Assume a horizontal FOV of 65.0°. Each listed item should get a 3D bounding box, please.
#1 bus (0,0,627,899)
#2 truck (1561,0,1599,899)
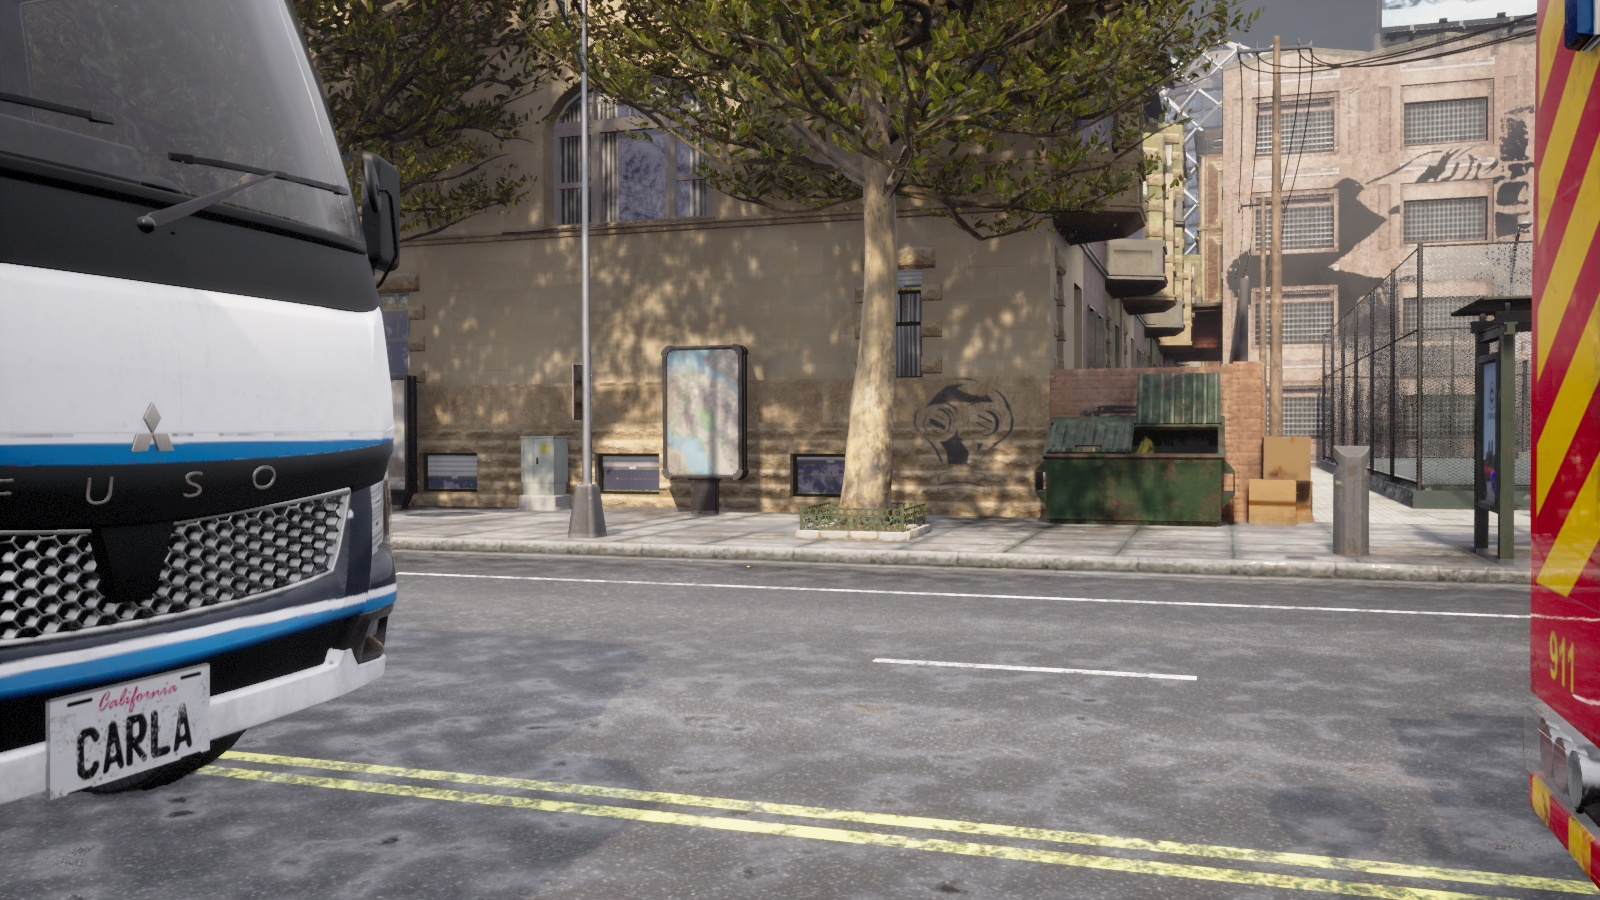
[{"bbox_3d":[-6.258,-0.658,5.265,10.273,4.253,3.944,1,1,18],"label":"bus"},{"bbox_3d":[5.943,-0.335,1.185,8.468,3.827,2.891,1,1,19],"label":"truck"}]
